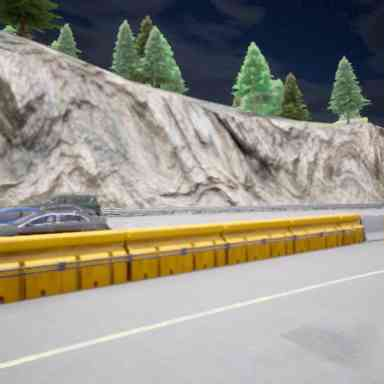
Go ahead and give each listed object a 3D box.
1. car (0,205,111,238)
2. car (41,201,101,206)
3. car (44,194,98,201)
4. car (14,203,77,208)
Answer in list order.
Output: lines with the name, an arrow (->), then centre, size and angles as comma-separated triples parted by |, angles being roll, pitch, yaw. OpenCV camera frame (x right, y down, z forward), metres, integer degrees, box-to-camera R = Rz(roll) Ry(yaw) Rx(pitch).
car -> -5.579, 1.471, 12.732 | 4.902, 1.511, 2.128 | 0, 0, -34
car -> -8.099, 1.474, 19.480 | 4.892, 1.490, 1.837 | 0, 0, -34
car -> -9.092, 1.186, 23.047 | 5.566, 2.045, 2.150 | 0, 0, -33
car -> -8.210, 1.450, 15.179 | 5.008, 1.535, 1.882 | 0, 0, -34
